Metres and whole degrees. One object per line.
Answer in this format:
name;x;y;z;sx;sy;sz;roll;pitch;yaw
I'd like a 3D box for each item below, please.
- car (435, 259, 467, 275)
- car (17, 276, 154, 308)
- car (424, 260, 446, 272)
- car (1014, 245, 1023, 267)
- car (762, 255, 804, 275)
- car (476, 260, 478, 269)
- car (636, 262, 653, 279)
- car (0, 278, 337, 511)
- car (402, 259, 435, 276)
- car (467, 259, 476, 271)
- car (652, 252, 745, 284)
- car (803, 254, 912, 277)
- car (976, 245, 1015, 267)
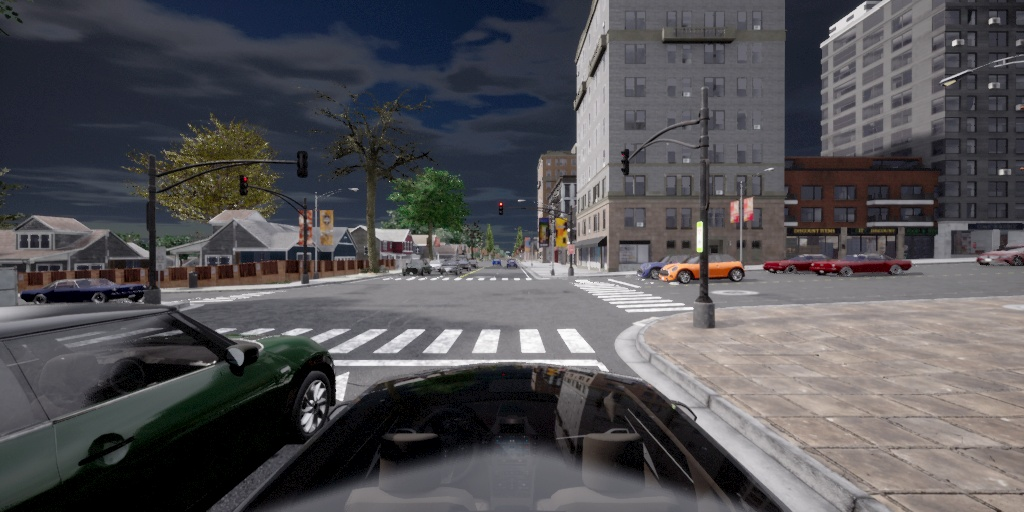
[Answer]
car;-6.639;1.262;39.525;2.128;1.511;4.902;0;0;0
car;-21.636;1.806;18.338;4.718;1.301;1.895;-2;0;0
car;-9.903;1.307;46.430;1.812;1.442;4.674;0;0;0
car;34.440;-0.190;21.775;4.553;1.767;2.097;-2;0;0
car;20.287;0.575;24.980;4.718;1.301;1.895;-2;0;0
car;-6.658;1.321;59.589;1.837;1.490;4.892;0;0;0
car;11.099;0.679;25.015;4.553;1.767;2.097;-2;0;2
car;-3.152;1.102;2.461;2.097;1.767;4.553;0;0;0
car;-9.889;1.120;37.446;2.097;1.767;4.553;0;0;0
car;-6.656;1.335;49.243;2.033;1.411;5.357;0;0;0
car;11.353;0.680;21.695;4.553;1.767;2.097;-2;0;0
car;20.965;0.560;21.733;4.718;1.301;1.895;-2;0;0
car;35.529;-0.066;25.027;4.674;1.442;1.812;-2;0;-1
